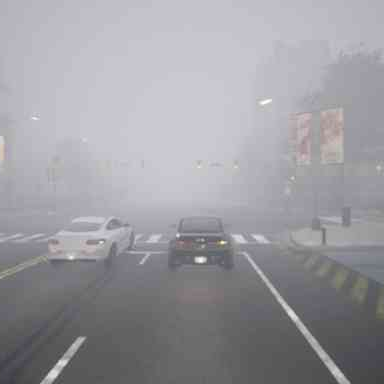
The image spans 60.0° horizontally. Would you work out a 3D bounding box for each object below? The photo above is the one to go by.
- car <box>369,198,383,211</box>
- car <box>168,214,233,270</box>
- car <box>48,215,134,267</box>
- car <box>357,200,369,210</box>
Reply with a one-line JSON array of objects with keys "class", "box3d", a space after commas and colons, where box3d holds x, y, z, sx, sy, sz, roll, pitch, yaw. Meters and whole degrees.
[{"class": "car", "box3d": [23.894, 1.590, 38.876, 4.718, 1.301, 1.895, 0, 0, 1]}, {"class": "car", "box3d": [0.281, 1.497, 11.017, 1.837, 1.490, 4.892, 0, 0, 1]}, {"class": "car", "box3d": [-3.229, 1.514, 11.313, 1.812, 1.442, 4.674, 0, 0, 1]}, {"class": "car", "box3d": [23.640, 1.491, 42.371, 4.892, 1.490, 1.837, 0, 0, 1]}]
